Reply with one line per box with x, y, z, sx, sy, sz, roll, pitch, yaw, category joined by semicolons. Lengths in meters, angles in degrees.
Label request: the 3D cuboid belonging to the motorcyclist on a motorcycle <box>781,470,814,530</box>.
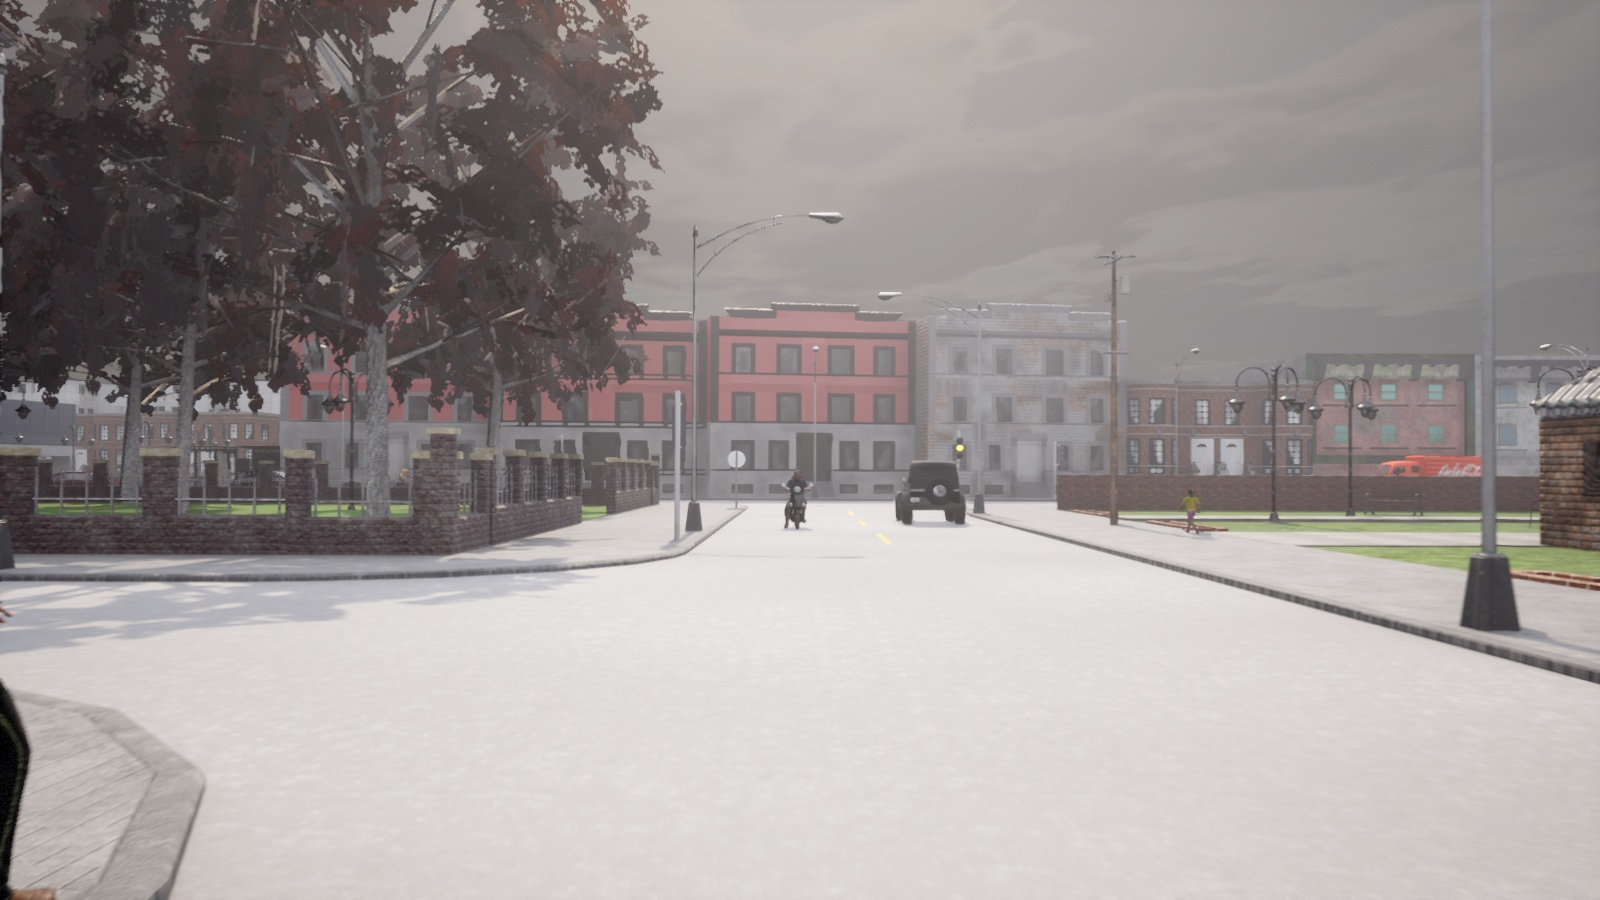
-0.081;1.343;34.309;0.866;1.590;1.817;0;-1;-1;motorcyclist on a motorcycle

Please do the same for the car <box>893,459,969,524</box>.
3.961;1.240;38.558;1.905;1.878;3.866;0;-1;0;car

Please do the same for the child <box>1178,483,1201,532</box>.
9.301;1.364;29.960;0.299;1.160;0.473;0;-1;-18;child

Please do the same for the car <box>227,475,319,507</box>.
-25.387;1.944;60.596;3.633;1.501;1.845;0;-1;0;car

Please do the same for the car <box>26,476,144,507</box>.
-34.459;1.991;60.581;4.674;1.442;1.812;0;-1;0;car

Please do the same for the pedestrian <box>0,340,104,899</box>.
-2.520;0.598;3.801;0.331;1.846;0.634;-1;-1;30;pedestrian

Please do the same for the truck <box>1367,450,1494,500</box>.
32.398;1.282;64.691;5.204;2.467;2.627;0;-1;0;truck
